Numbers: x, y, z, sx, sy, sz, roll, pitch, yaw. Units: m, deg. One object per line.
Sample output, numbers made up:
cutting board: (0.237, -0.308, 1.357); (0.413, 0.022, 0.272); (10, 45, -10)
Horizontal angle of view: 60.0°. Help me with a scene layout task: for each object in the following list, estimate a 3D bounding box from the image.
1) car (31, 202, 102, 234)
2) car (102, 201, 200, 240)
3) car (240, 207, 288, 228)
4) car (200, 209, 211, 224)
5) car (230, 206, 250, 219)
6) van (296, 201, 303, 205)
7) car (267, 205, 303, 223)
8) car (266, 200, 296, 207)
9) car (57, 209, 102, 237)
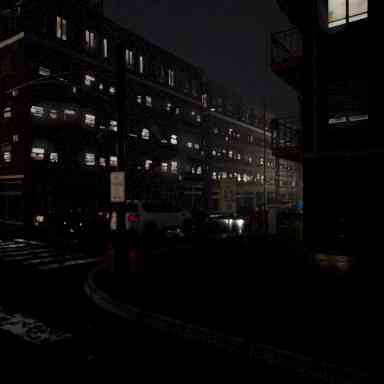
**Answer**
car: (-7.679, 1.604, 21.591); (2.192, 1.841, 5.009); (-1, -2, 35)
car: (-2.157, 1.514, 19.353); (2.150, 2.045, 5.566); (0, -1, 35)
car: (5.712, 2.048, 26.167); (1.802, 1.307, 4.206); (-2, -2, 35)
car: (-0.176, 2.014, 27.780); (1.994, 1.385, 4.181); (0, -1, 34)
car: (5.537, 2.196, 35.955); (1.994, 1.385, 4.181); (0, -1, 34)
van: (18.377, 2.464, 58.855); (1.690, 1.788, 3.998); (-1, -2, 35)
car: (8.969, 2.121, 30.826); (2.008, 1.369, 4.403); (-2, -2, 35)
car: (11.715, 2.050, 44.700); (2.150, 2.045, 5.566); (0, -1, 35)
car: (-5.417, 1.885, 20.308); (1.895, 1.301, 4.718); (0, -1, 36)
